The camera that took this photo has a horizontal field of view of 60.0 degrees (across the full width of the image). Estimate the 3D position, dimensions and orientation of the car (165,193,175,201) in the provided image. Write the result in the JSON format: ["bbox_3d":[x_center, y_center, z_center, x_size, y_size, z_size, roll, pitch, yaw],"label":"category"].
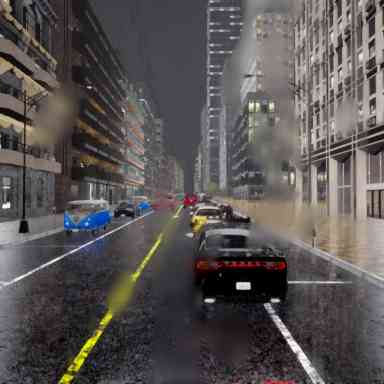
[{"bbox_3d":[-5.750,1.248,86.728,2.192,1.841,5.009,1,0,0],"label":"car"}]

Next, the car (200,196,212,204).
[{"bbox_3d":[2.646,1.517,63.822,2.008,1.369,4.403,1,0,0],"label":"car"}]

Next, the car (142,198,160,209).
[{"bbox_3d":[-5.719,1.537,46.838,2.008,1.369,4.403,1,0,0],"label":"car"}]

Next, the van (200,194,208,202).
[{"bbox_3d":[2.650,1.292,75.218,1.690,1.788,3.998,1,0,0],"label":"van"}]

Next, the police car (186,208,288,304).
[{"bbox_3d":[0.891,1.427,8.363,1.930,1.638,5.238,0,0,0],"label":"police car"}]

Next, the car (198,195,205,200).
[{"bbox_3d":[2.587,1.505,92.311,1.802,1.307,4.206,1,0,0],"label":"car"}]

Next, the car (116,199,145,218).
[{"bbox_3d":[-5.704,1.564,29.744,1.947,1.339,4.313,1,0,0],"label":"car"}]

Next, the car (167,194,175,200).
[{"bbox_3d":[-5.758,1.363,92.428,1.967,1.590,4.097,1,0,0],"label":"car"}]

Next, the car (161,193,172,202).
[{"bbox_3d":[-5.740,1.266,75.332,2.192,1.841,5.009,1,0,0],"label":"car"}]

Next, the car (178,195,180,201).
[{"bbox_3d":[-3.072,1.424,78.162,1.882,1.535,5.008,0,0,0],"label":"car"}]

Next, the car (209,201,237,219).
[{"bbox_3d":[2.677,1.549,29.634,2.008,1.369,4.403,1,0,0],"label":"car"}]

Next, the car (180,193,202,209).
[{"bbox_3d":[-0.033,1.209,45.675,2.150,2.045,5.566,0,0,1],"label":"car"}]

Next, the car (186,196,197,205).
[{"bbox_3d":[-0.054,1.478,58.705,1.837,1.490,4.892,0,0,0],"label":"car"}]

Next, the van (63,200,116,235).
[{"bbox_3d":[-5.690,1.342,18.343,1.690,1.788,3.998,1,0,0],"label":"van"}]

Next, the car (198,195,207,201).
[{"bbox_3d":[2.606,1.508,80.916,1.947,1.339,4.313,1,0,0],"label":"car"}]

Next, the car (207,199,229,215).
[{"bbox_3d":[2.672,1.546,35.331,2.008,1.369,4.403,1,0,0],"label":"car"}]

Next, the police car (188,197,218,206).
[{"bbox_3d":[0.877,1.425,24.366,1.930,1.638,5.238,0,0,0],"label":"police car"}]

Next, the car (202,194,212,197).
[{"bbox_3d":[2.656,1.289,58.125,2.192,1.841,5.009,1,0,0],"label":"car"}]

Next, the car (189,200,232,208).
[{"bbox_3d":[0.882,1.456,18.445,1.801,1.575,5.366,0,0,0],"label":"car"}]

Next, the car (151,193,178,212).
[{"bbox_3d":[-3.137,1.214,38.945,2.150,2.045,5.566,0,0,0],"label":"car"}]

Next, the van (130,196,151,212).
[{"bbox_3d":[-5.705,1.337,35.441,1.690,1.788,3.998,1,0,0],"label":"van"}]

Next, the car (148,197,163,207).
[{"bbox_3d":[-5.725,1.562,52.535,1.802,1.307,4.206,1,0,0],"label":"car"}]
